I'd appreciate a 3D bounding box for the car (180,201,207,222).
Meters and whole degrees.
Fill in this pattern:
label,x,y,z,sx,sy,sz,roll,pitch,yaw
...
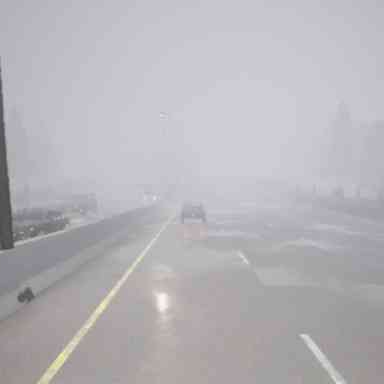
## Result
label,x,y,z,sx,sy,sz,roll,pitch,yaw
car,0.100,1.446,25.547,2.128,1.511,4.902,0,0,0

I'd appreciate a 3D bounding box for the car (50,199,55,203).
label,x,y,z,sx,sy,sz,roll,pitch,yaw
car,-14.072,1.088,36.901,2.097,1.767,4.553,0,2,0

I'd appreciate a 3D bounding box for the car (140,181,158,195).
label,x,y,z,sx,sy,sz,roll,pitch,yaw
car,-7.027,-0.494,56.851,2.097,1.767,4.553,0,7,1

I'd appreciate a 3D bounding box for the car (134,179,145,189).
label,x,y,z,sx,sy,sz,roll,pitch,yaw
car,-10.462,-1.719,67.260,2.097,1.767,4.553,0,7,0

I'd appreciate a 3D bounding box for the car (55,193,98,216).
label,x,y,z,sx,sy,sz,roll,pitch,yaw
car,-10.580,1.120,31.565,2.150,2.045,5.566,0,1,0

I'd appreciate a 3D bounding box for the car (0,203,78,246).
label,x,y,z,sx,sy,sz,roll,pitch,yaw
car,-7.093,1.480,15.134,1.837,1.490,4.892,0,0,0
